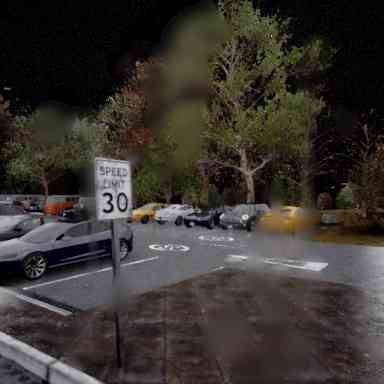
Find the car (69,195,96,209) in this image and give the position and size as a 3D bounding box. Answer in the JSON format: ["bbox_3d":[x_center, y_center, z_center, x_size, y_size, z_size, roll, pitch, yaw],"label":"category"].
[{"bbox_3d":[-7.525,1.299,29.524,2.435,2.045,5.566,0,0,36],"label":"car"}]

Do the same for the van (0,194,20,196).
[{"bbox_3d":[-18.798,1.316,37.533,1.878,1.987,4.442,0,0,36],"label":"van"}]

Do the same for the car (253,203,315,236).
[{"bbox_3d":[5.808,1.606,19.811,2.097,1.535,5.008,0,0,36],"label":"car"}]

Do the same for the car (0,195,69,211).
[{"bbox_3d":[-8.490,1.335,14.065,2.435,2.045,5.566,0,0,36],"label":"car"}]

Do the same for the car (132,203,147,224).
[{"bbox_3d":[-3.168,1.566,26.099,1.946,1.575,5.366,0,0,36],"label":"car"}]

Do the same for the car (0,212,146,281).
[{"bbox_3d":[-4.030,1.635,10.759,2.163,1.488,4.792,0,0,36],"label":"car"}]

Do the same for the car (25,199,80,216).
[{"bbox_3d":[-14.353,1.560,34.478,2.163,1.488,4.792,0,0,36],"label":"car"}]

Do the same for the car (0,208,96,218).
[{"bbox_3d":[-6.257,1.596,12.417,2.097,1.535,5.008,0,0,36],"label":"car"}]

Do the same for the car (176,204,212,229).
[{"bbox_3d":[1.409,1.617,22.972,2.163,1.488,4.792,0,0,36],"label":"car"}]

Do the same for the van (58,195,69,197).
[{"bbox_3d":[-12.058,1.308,32.922,1.878,1.987,4.442,0,0,36],"label":"van"}]

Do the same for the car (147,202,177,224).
[{"bbox_3d":[-0.818,1.619,24.620,2.002,1.452,4.674,0,0,36],"label":"car"}]

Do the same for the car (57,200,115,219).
[{"bbox_3d":[-9.801,1.571,31.105,2.163,1.488,4.792,0,0,36],"label":"car"}]

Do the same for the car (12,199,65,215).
[{"bbox_3d":[-16.489,1.562,36.028,2.163,1.488,4.792,0,0,36],"label":"car"}]

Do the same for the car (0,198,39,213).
[{"bbox_3d":[-20.985,1.554,39.261,2.097,1.535,5.008,0,0,36],"label":"car"}]

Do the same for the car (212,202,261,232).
[{"bbox_3d":[3.586,1.471,21.467,2.185,1.767,4.553,0,0,36],"label":"car"}]
